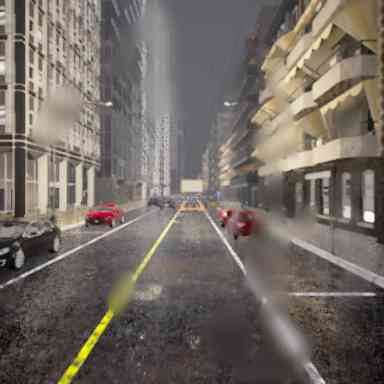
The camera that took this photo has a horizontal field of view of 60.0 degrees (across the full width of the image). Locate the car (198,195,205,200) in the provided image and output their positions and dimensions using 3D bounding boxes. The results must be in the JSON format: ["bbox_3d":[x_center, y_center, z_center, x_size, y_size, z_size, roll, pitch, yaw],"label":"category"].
[{"bbox_3d":[2.700,1.468,95.484,1.802,1.307,4.206,0,0,0],"label":"car"}]

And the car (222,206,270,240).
[{"bbox_3d":[2.693,1.554,16.404,1.802,1.307,4.206,0,0,0],"label":"car"}]

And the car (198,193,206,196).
[{"bbox_3d":[2.698,1.343,72.889,1.967,1.590,4.097,0,0,0],"label":"car"}]

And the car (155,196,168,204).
[{"bbox_3d":[-5.683,1.463,61.592,2.008,1.369,4.403,0,0,0],"label":"car"}]

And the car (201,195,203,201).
[{"bbox_3d":[2.696,1.490,50.295,1.947,1.339,4.313,0,0,0],"label":"car"}]

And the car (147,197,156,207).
[{"bbox_3d":[-5.685,1.491,50.296,1.947,1.339,4.313,0,0,0],"label":"car"}]

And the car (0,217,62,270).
[{"bbox_3d":[-5.688,1.532,10.756,2.008,1.369,4.403,0,0,0],"label":"car"}]

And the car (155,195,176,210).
[{"bbox_3d":[-3.081,1.424,42.589,2.128,1.511,4.902,0,0,0],"label":"car"}]

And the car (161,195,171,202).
[{"bbox_3d":[-5.682,1.429,72.720,1.752,1.417,4.829,0,0,0],"label":"car"}]

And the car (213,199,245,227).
[{"bbox_3d":[2.693,1.403,22.052,1.967,1.590,4.097,0,0,0],"label":"car"}]

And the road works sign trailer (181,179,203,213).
[{"bbox_3d":[0.003,0.409,34.707,2.380,3.560,2.880,0,0,0],"label":"road works sign trailer"}]

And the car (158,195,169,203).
[{"bbox_3d":[-5.683,1.348,67.242,1.967,1.590,4.097,0,0,0],"label":"car"}]

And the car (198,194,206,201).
[{"bbox_3d":[2.697,1.463,61.593,2.008,1.369,4.403,0,0,0],"label":"car"}]

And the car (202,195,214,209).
[{"bbox_3d":[2.696,1.456,44.816,1.752,1.417,4.829,0,0,0],"label":"car"}]

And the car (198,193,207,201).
[{"bbox_3d":[2.700,1.210,84.186,2.192,1.841,5.009,0,0,0],"label":"car"}]

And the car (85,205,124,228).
[{"bbox_3d":[-5.687,1.508,22.054,1.887,1.381,4.507,0,0,0],"label":"car"}]
